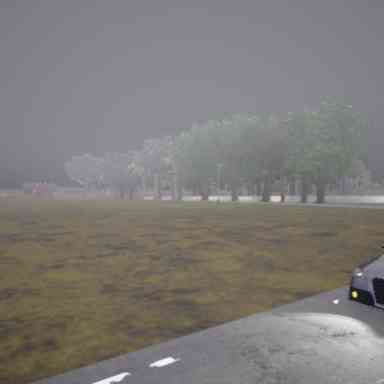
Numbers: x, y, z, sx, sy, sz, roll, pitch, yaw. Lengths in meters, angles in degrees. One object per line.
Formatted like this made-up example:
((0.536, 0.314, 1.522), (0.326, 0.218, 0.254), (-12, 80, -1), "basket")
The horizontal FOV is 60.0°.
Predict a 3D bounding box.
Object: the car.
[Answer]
((4.985, 1.541, 6.628), (4.181, 1.385, 1.994), (0, 0, -35), "car")
